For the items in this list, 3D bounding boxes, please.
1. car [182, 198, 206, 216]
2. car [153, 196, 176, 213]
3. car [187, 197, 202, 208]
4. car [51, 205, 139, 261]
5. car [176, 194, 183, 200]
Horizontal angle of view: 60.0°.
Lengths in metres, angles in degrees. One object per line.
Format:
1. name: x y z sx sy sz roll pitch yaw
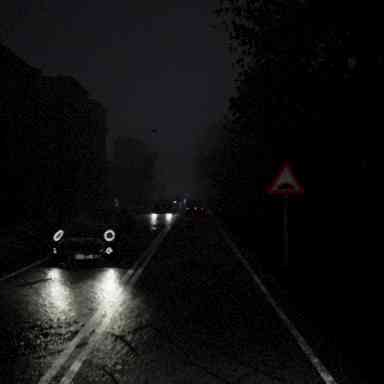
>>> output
1. car: 0.319 1.469 31.460 2.033 1.411 5.357 0 0 0
2. car: -3.009 1.414 35.406 1.837 1.490 4.892 0 0 1
3. car: 0.355 1.444 45.643 1.895 1.301 4.718 0 0 1
4. car: -3.293 1.327 12.066 2.097 1.767 4.553 0 0 0
5. car: -2.828 1.177 72.628 1.837 1.490 4.892 0 0 0
